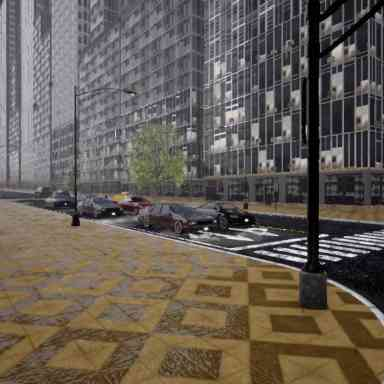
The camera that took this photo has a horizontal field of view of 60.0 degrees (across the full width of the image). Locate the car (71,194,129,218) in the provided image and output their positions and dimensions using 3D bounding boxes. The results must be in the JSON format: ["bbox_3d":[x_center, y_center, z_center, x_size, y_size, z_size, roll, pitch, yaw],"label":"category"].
[{"bbox_3d":[-7.188,1.107,25.614,2.033,1.411,5.357,0,1,-38],"label":"car"}]

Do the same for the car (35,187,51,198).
[{"bbox_3d":[-28.475,-0.026,63.764,2.150,2.045,5.566,0,1,-38],"label":"car"}]

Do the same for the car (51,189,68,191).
[{"bbox_3d":[-25.349,0.271,65.040,1.837,1.490,4.892,0,1,-38],"label":"car"}]

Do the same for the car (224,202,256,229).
[{"bbox_3d":[1.721,1.309,19.523,1.994,1.385,4.181,0,1,-38],"label":"car"}]

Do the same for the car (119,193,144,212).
[{"bbox_3d":[-4.610,1.082,27.592,1.812,1.442,4.674,0,1,-38],"label":"car"}]

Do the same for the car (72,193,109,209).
[{"bbox_3d":[-11.025,0.913,35.804,2.033,1.411,5.357,0,1,-38],"label":"car"}]

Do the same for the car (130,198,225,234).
[{"bbox_3d":[-0.970,1.292,17.687,2.033,1.411,5.357,0,1,-38],"label":"car"}]

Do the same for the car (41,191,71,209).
[{"bbox_3d":[-13.397,0.939,33.562,1.994,1.385,4.181,0,1,-38],"label":"car"}]
